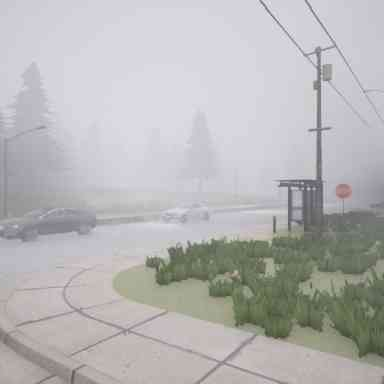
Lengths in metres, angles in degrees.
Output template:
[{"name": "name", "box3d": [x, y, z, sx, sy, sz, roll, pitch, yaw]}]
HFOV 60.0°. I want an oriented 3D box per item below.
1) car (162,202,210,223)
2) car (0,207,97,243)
[{"name": "car", "box3d": [-0.342, 1.526, 25.654, 1.812, 1.442, 4.674, 0, 0, 36]}, {"name": "car", "box3d": [-7.007, 1.492, 16.428, 2.128, 1.511, 4.902, 0, 0, 36]}]
